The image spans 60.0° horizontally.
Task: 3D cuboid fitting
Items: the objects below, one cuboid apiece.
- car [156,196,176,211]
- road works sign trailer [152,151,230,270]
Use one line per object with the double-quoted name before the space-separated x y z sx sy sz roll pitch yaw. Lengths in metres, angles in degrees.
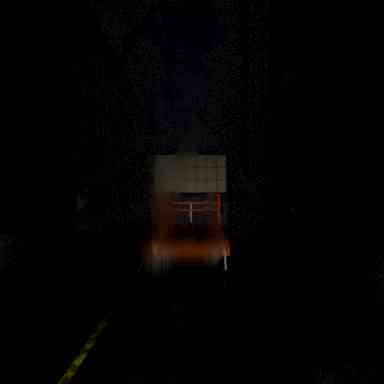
"car" -3.139 1.346 40.888 2.097 1.767 4.553 0 0 0
"road works sign trailer" -0.035 0.463 10.976 2.380 3.560 2.880 0 0 0
